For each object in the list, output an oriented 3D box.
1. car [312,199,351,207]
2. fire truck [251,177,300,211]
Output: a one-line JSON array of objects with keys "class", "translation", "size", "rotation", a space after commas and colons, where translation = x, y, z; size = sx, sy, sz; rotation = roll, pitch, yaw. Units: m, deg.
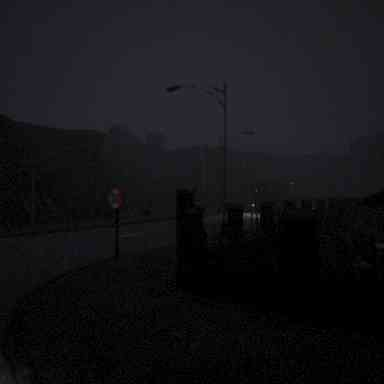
[{"class": "car", "translation": [18.695, 1.508, 43.985], "size": [5.357, 1.411, 2.033], "rotation": [0, 0, -2]}, {"class": "fire truck", "translation": [9.927, 0.281, 38.734], "size": [2.891, 3.827, 8.468], "rotation": [0, 0, 35]}]
